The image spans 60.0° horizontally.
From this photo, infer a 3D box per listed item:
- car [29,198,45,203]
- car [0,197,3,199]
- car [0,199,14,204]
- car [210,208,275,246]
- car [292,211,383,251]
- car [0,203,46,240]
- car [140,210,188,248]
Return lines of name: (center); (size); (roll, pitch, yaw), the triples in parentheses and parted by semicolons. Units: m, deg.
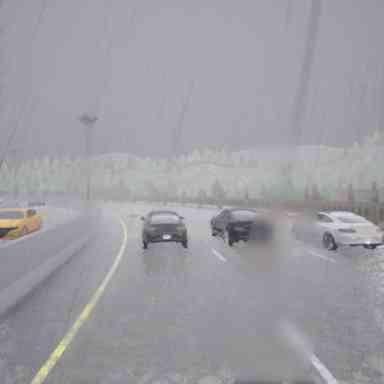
car: (-25.500, 1.739, 54.764); (1.994, 1.385, 4.181); (0, 0, -35)
car: (-37.063, 1.606, 62.979); (1.812, 1.442, 4.674); (0, 0, -43)
car: (-15.627, 1.626, 28.379); (1.812, 1.442, 4.674); (0, 0, -20)
car: (2.143, 1.491, 15.431); (1.882, 1.535, 5.008); (0, 0, -9)
car: (5.893, 1.522, 13.977); (1.812, 1.442, 4.674); (0, 0, -7)
car: (-8.912, 1.535, 16.662); (1.882, 1.535, 5.008); (0, 0, -12)
car: (-1.318, 1.552, 14.948); (1.812, 1.442, 4.674); (0, 0, -9)
